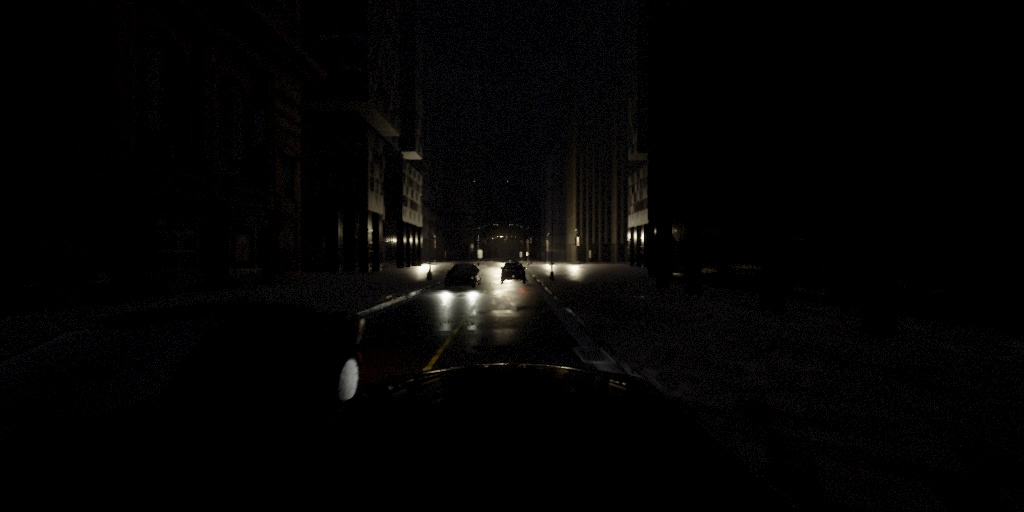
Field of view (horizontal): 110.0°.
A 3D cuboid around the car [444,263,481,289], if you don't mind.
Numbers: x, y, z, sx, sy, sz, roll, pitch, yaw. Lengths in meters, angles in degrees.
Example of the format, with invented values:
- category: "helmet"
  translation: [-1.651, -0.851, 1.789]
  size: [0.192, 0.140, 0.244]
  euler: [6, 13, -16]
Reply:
- category: "car"
  translation: [-3.076, 1.219, 23.169]
  size: [1.882, 1.535, 5.008]
  euler: [0, 0, 0]

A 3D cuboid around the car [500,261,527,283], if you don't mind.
- category: "car"
  translation: [0.095, 1.232, 27.559]
  size: [2.128, 1.511, 4.902]
  euler: [0, 0, 0]

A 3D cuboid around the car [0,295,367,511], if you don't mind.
- category: "car"
  translation: [-3.086, 1.227, 3.299]
  size: [1.882, 1.535, 5.008]
  euler: [0, 0, 0]
